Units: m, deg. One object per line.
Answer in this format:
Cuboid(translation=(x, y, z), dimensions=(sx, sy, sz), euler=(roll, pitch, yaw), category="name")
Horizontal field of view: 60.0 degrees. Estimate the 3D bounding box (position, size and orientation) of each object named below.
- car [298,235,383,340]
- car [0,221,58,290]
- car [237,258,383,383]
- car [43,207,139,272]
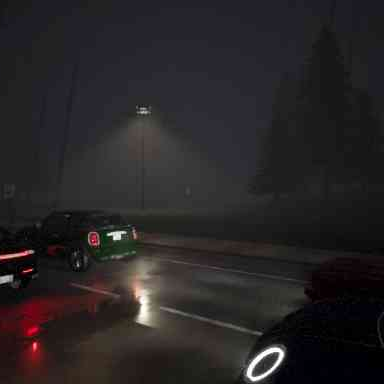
Cuboid(translation=(4.322, 1.601, 5.206), dimensions=(4.718, 1.301, 1.895), euler=(0, 0, 36), category="car")
Cuboid(translation=(-5.611, 1.491, 7.893), dimensions=(4.902, 1.511, 2.128), euler=(0, 0, 36), category="car")
Cuboid(translation=(2.551, 1.352, 2.170), dimensions=(4.553, 1.767, 2.097), euler=(0, 0, 36), category="car")
Cuboid(translation=(-3.925, 1.352, 10.992), dimensions=(4.553, 1.767, 2.097), euler=(0, 0, 36), category="car")
